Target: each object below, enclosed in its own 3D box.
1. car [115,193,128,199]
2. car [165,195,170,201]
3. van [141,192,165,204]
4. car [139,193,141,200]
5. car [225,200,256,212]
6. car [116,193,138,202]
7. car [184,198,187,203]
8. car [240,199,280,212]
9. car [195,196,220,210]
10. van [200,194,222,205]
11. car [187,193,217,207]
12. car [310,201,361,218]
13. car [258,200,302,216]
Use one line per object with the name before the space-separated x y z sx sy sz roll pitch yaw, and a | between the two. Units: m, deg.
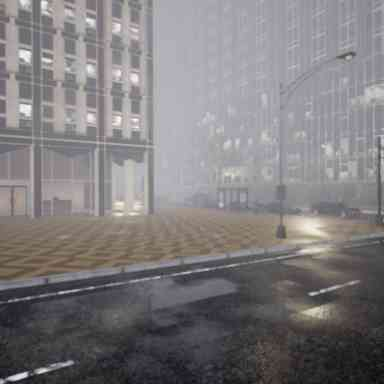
car | -19.177 1.028 90.429 2.008 1.369 4.403 0 0 -34
car | -6.329 1.272 71.675 1.802 1.307 4.206 0 0 -34
van | -6.817 1.194 57.560 1.690 1.788 3.998 0 0 -34
car | -9.539 0.952 76.362 2.192 1.841 5.009 0 0 -34
car | 5.936 1.639 38.744 1.802 1.307 4.206 0 0 -34
car | -13.243 1.298 66.939 2.008 1.369 4.403 0 0 -34
car | 0.096 1.377 62.297 1.802 1.307 4.206 0 0 -34
car | 8.135 1.639 40.302 1.895 1.301 4.718 0 1 -34
car | 2.773 1.572 43.466 1.947 1.339 4.313 0 0 -34
van | 3.309 1.188 57.606 1.690 1.788 3.998 0 0 -34
car | 2.125 1.165 49.084 2.150 2.045 5.566 0 1 -35
car | 13.742 1.632 32.096 1.837 1.490 4.892 0 1 -34
car | 9.135 1.674 34.044 1.947 1.339 4.313 0 0 -34
